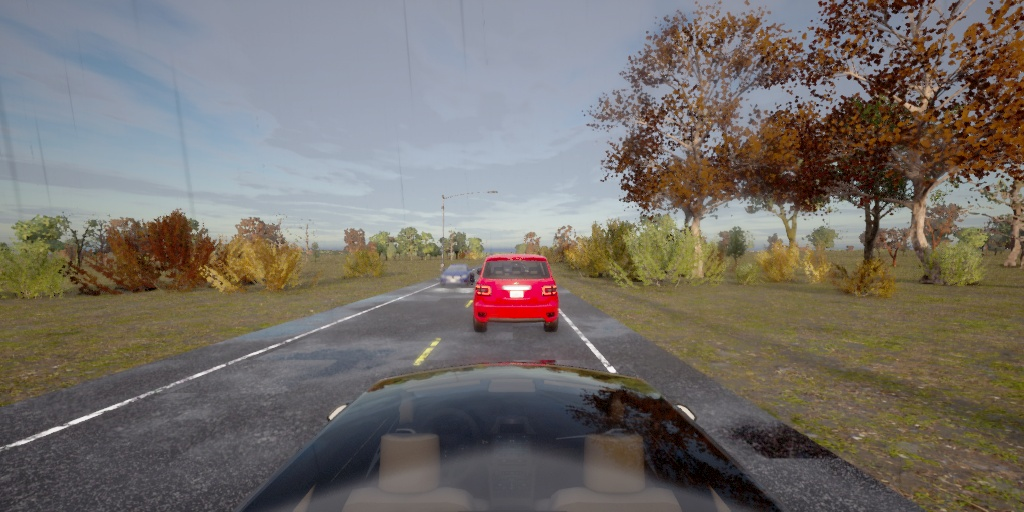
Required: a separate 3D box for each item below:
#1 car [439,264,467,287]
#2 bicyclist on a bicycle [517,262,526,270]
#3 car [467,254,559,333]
[{"bbox_3d":[-3.663,1.268,24.552,1.812,1.442,4.674,0,0,0],"label":"car"},{"bbox_3d":[0.874,1.110,30.104,0.659,1.776,1.843,0,0,0],"label":"bicyclist on a bicycle"},{"bbox_3d":[0.083,0.968,10.925,2.150,2.045,5.566,0,0,-1],"label":"car"}]
